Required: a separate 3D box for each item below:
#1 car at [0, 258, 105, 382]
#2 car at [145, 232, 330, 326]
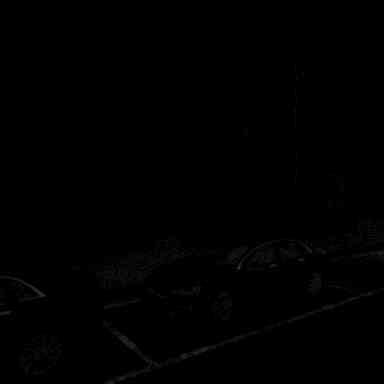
[{"bbox_3d":[-3.266,1.548,3.859,4.403,1.369,2.008,0,0,-36],"label":"car"},{"bbox_3d":[1.140,1.577,7.004,4.403,1.369,2.008,0,0,-36],"label":"car"}]
